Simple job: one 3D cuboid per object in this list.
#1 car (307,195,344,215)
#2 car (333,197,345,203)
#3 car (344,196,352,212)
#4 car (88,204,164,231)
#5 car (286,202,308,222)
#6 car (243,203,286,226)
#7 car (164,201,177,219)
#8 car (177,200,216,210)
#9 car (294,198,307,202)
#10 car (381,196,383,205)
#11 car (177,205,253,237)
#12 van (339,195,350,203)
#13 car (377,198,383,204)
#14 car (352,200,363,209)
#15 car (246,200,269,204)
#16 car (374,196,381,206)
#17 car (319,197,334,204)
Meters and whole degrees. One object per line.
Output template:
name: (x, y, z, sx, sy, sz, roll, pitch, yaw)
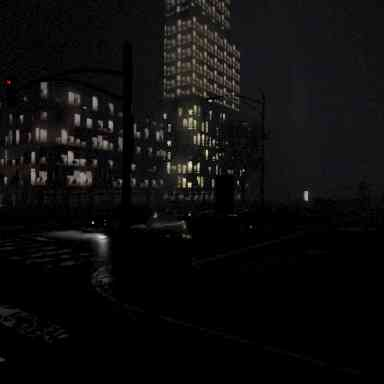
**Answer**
car: (15.202, 1.569, 37.787, 2.192, 1.841, 5.009, 1, 0, 36)
car: (34.685, 1.862, 78.392, 1.752, 1.417, 4.829, 1, 0, 36)
car: (18.474, 1.721, 42.271, 1.967, 1.590, 4.097, 1, 0, 36)
car: (-4.309, 1.550, 21.269, 1.837, 1.490, 4.892, 1, 0, 36)
car: (7.964, 1.779, 27.922, 1.802, 1.307, 4.206, 1, 0, 36)
car: (4.707, 1.737, 23.515, 1.947, 1.339, 4.313, 1, 0, 36)
car: (-1.609, 1.481, 29.500, 1.967, 1.590, 4.097, 1, 0, 36)
car: (1.269, 1.580, 28.810, 2.128, 1.511, 4.902, 1, 0, 37)
car: (18.188, 1.727, 56.071, 1.752, 1.417, 4.829, 1, 0, 36)
car: (41.529, 1.784, 73.548, 2.192, 1.841, 5.009, 1, 0, 36)
car: (1.449, 1.696, 19.106, 2.008, 1.369, 4.403, 1, 0, 36)
van: (38.087, 1.707, 82.992, 1.690, 1.788, 3.998, 1, 0, 36)
car: (44.825, 2.047, 78.013, 2.008, 1.369, 4.403, 1, 0, 36)
car: (25.030, 1.774, 51.228, 1.967, 1.590, 4.097, 1, 0, 36)
car: (7.201, 1.628, 36.821, 2.128, 1.511, 4.902, 1, 0, 37)
car: (35.028, 1.941, 64.757, 1.752, 1.417, 4.829, 1, 0, 36)
car: (28.187, 1.849, 69.599, 1.947, 1.339, 4.313, 1, 0, 36)
